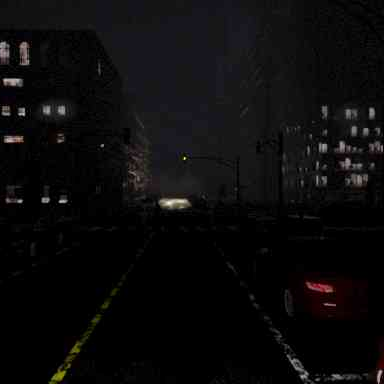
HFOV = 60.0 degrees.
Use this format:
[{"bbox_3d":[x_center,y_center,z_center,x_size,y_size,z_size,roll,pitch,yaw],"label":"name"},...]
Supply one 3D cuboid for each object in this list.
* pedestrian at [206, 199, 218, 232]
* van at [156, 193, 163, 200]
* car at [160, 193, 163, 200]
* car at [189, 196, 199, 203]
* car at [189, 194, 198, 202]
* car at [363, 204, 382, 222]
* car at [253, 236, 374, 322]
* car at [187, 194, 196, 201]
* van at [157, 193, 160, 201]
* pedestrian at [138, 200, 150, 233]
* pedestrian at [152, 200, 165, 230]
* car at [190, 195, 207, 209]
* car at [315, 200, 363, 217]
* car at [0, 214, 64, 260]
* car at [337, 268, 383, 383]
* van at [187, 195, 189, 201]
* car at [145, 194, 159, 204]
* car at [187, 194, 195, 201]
[{"bbox_3d":[1.109,1.287,18.767,0.375,1.860,0.375,-1,1,-2],"label":"pedestrian"},{"bbox_3d":[-8.791,1.229,89.857,1.690,1.788,3.998,-1,0,-2],"label":"van"},{"bbox_3d":[-8.399,1.458,78.570,1.887,1.381,4.507,-1,0,-2],"label":"car"},{"bbox_3d":[0.331,1.479,67.606,1.887,1.381,4.507,-1,0,-2],"label":"car"},{"bbox_3d":[0.914,1.401,50.678,1.967,1.590,4.097,-1,0,-2],"label":"car"},{"bbox_3d":[15.873,1.690,25.220,4.403,1.369,2.008,0,1,-1],"label":"car"},{"bbox_3d":[2.456,1.579,6.996,1.802,1.307,4.206,-1,0,-2],"label":"car"},{"bbox_3d":[-0.059,1.353,78.890,1.967,1.590,4.097,-1,0,-2],"label":"car"},{"bbox_3d":[-8.013,1.276,67.285,1.690,1.788,3.998,-1,0,-2],"label":"van"},{"bbox_3d":[-2.573,1.287,18.038,0.375,1.860,0.375,-1,1,-2],"label":"pedestrian"},{"bbox_3d":[-1.946,1.286,19.261,0.375,1.860,0.375,-1,1,-2],"label":"pedestrian"},{"bbox_3d":[1.110,1.513,45.036,1.887,1.381,4.507,-1,0,-2],"label":"car"},{"bbox_3d":[14.068,1.542,31.099,4.892,1.490,1.837,0,1,-1],"label":"car"},{"bbox_3d":[-6.111,1.546,12.248,2.008,1.369,4.403,-1,0,-2],"label":"car"},{"bbox_3d":[2.648,1.544,1.418,1.887,1.381,4.507,-1,0,-2],"label":"car"},{"bbox_3d":[0.524,1.285,61.963,1.690,1.788,3.998,-1,0,-2],"label":"van"},{"bbox_3d":[-7.815,1.510,61.643,1.947,1.339,4.313,-1,0,-2],"label":"car"},{"bbox_3d":[-0.248,1.341,84.533,1.967,1.590,4.097,-1,0,-2],"label":"car"}]
